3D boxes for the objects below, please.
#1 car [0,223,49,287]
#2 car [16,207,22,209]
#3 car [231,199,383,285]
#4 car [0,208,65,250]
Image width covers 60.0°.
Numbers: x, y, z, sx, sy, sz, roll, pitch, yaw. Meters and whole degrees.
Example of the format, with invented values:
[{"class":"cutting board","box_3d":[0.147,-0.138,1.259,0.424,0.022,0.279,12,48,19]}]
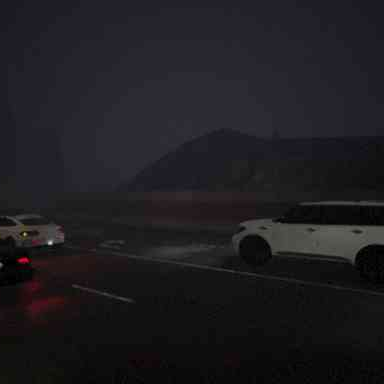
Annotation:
[{"class":"car","box_3d":[-6.115,1.592,8.351,5.357,1.411,2.033,0,0,35]},{"class":"car","box_3d":[-11.433,1.660,20.743,4.181,1.385,1.994,0,0,36]},{"class":"car","box_3d":[3.894,1.234,9.815,5.566,2.045,2.150,0,0,36]},{"class":"car","box_3d":[-6.959,1.586,13.255,4.674,1.442,1.812,0,0,35]}]
